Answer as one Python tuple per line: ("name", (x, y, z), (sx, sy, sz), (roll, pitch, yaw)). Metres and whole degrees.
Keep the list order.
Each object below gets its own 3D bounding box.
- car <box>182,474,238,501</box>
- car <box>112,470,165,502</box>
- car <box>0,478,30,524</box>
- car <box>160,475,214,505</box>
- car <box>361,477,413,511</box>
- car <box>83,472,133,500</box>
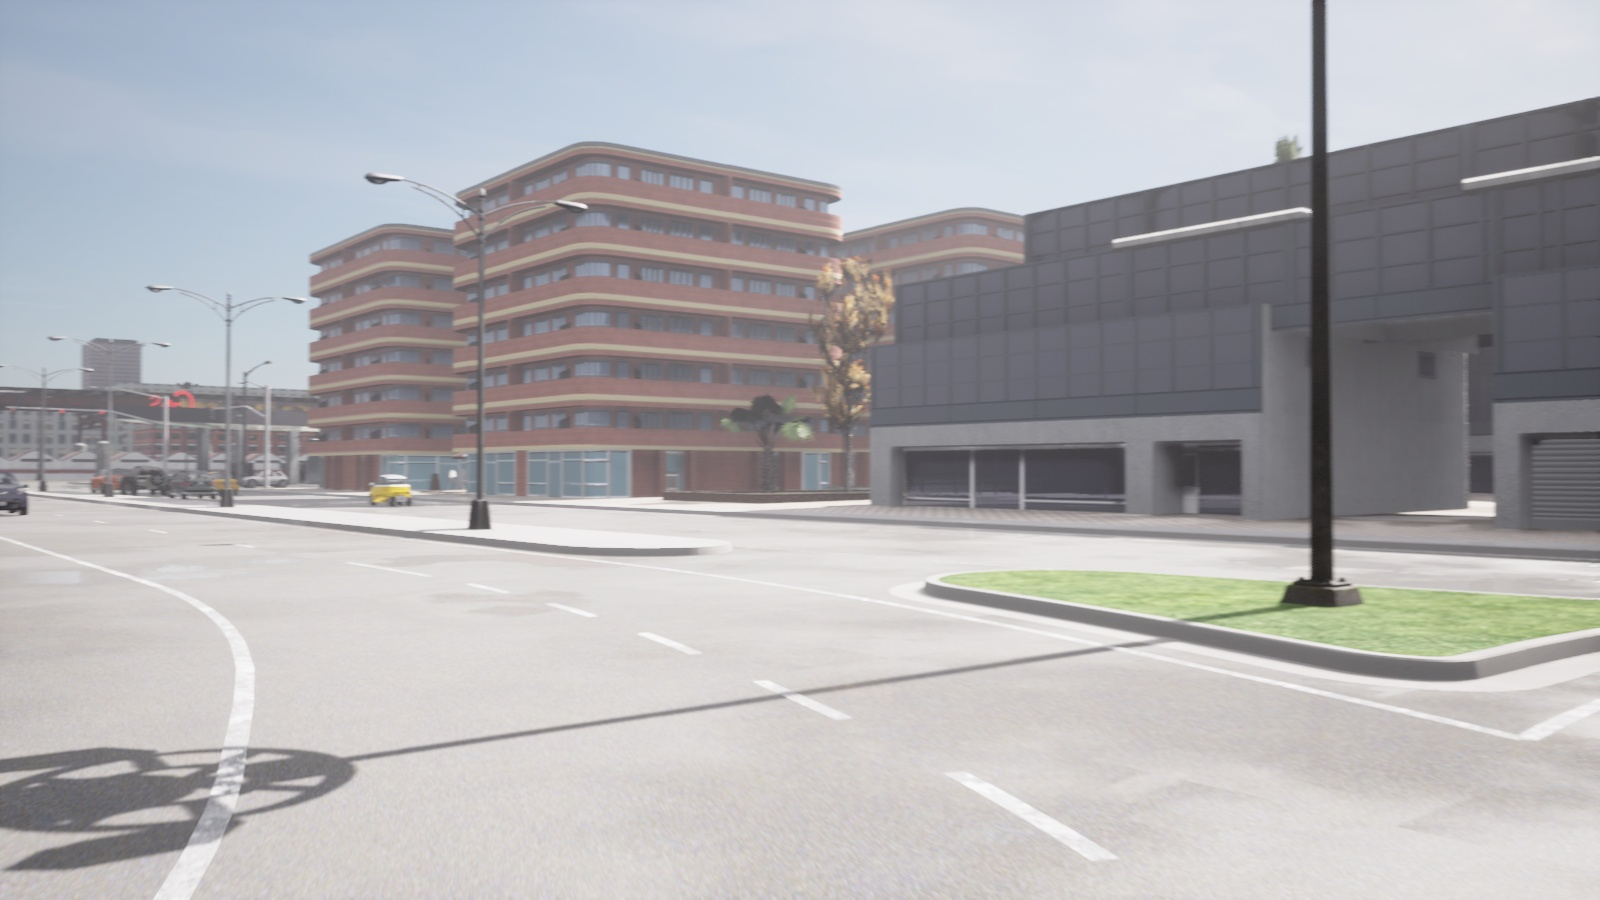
("car", (-36.007, 2.258, 76.558), (1.801, 1.575, 5.366), (0, -1, -39))
("car", (-39.968, 2.148, 75.866), (1.932, 1.855, 4.605), (0, -1, -39))
("car", (-27.396, 1.708, 42.441), (1.845, 1.501, 3.633), (0, -1, -39))
("car", (-32.827, 2.121, 67.171), (1.789, 1.549, 3.705), (0, -1, -39))
("car", (-17.962, 1.895, 54.585), (1.481, 1.376, 2.207), (0, -1, -39))
("car", (-45.661, 2.341, 82.795), (2.097, 1.767, 4.553), (0, -1, -39))
